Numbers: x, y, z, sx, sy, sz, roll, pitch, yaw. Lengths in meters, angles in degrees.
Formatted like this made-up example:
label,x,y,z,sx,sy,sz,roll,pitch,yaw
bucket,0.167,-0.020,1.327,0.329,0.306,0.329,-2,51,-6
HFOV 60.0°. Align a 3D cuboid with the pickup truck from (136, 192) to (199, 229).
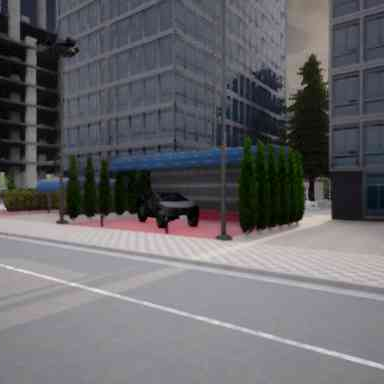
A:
label,x,y,z,sx,sy,sz,roll,pitch,yaw
pickup truck,-1.738,1.043,21.220,2.390,2.098,6.274,0,0,-24
